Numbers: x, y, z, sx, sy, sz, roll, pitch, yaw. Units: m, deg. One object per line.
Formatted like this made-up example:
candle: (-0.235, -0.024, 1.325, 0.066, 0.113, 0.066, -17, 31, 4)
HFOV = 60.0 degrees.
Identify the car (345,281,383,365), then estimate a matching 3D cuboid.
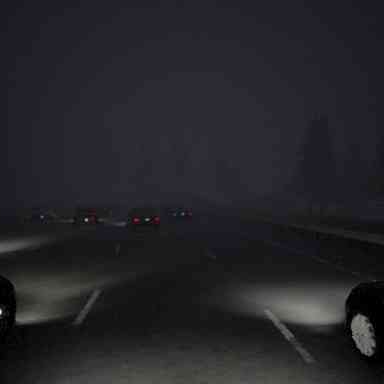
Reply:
car: (3.265, 1.519, 3.043, 1.837, 1.490, 4.892, 0, -1, -3)

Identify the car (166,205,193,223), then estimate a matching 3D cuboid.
car: (-1.511, 1.782, 28.042, 2.033, 1.411, 5.357, 0, -1, -19)

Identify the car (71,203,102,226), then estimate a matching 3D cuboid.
car: (-8.349, 1.748, 26.143, 1.837, 1.490, 4.892, 0, 0, -19)

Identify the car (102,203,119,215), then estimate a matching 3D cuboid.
car: (-10.042, 1.952, 38.766, 1.895, 1.301, 4.718, 0, -1, -27)

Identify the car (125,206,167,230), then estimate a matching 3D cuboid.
car: (-3.436, 1.744, 22.610, 2.033, 1.411, 5.357, 0, 0, -17)

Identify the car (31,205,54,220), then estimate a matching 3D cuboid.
car: (-14.032, 1.904, 31.188, 1.895, 1.301, 4.718, 0, -1, -24)

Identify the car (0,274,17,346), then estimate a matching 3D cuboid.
car: (-3.773, 1.394, 3.468, 2.097, 1.767, 4.553, 0, -1, -3)
